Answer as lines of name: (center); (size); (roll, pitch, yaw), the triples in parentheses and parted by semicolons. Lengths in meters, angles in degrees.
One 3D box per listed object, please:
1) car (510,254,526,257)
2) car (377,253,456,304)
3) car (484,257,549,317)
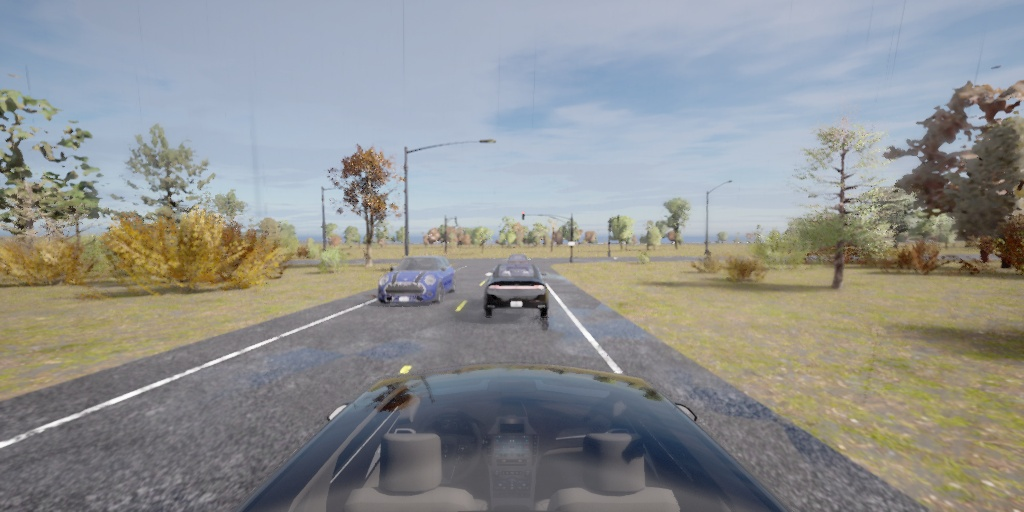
car: (0.484, 0.548, 29.554); (2.033, 1.411, 5.357); (0, 2, 2)
car: (-3.545, 0.774, 14.095); (2.097, 1.767, 4.553); (0, 2, 1)
car: (0.134, 0.976, 11.790); (2.128, 1.511, 4.902); (0, 2, 0)
